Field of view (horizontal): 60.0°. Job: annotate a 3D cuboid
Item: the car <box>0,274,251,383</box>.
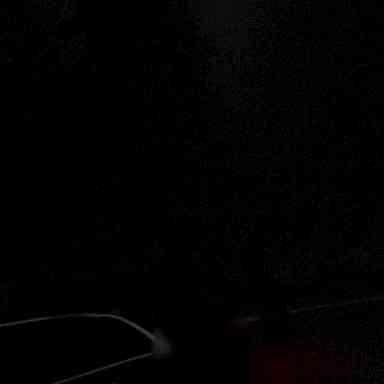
[{"bbox_3d":[-1.815,1.513,2.357,4.892,1.490,1.837,-1,-1,-31],"label":"car"}]
